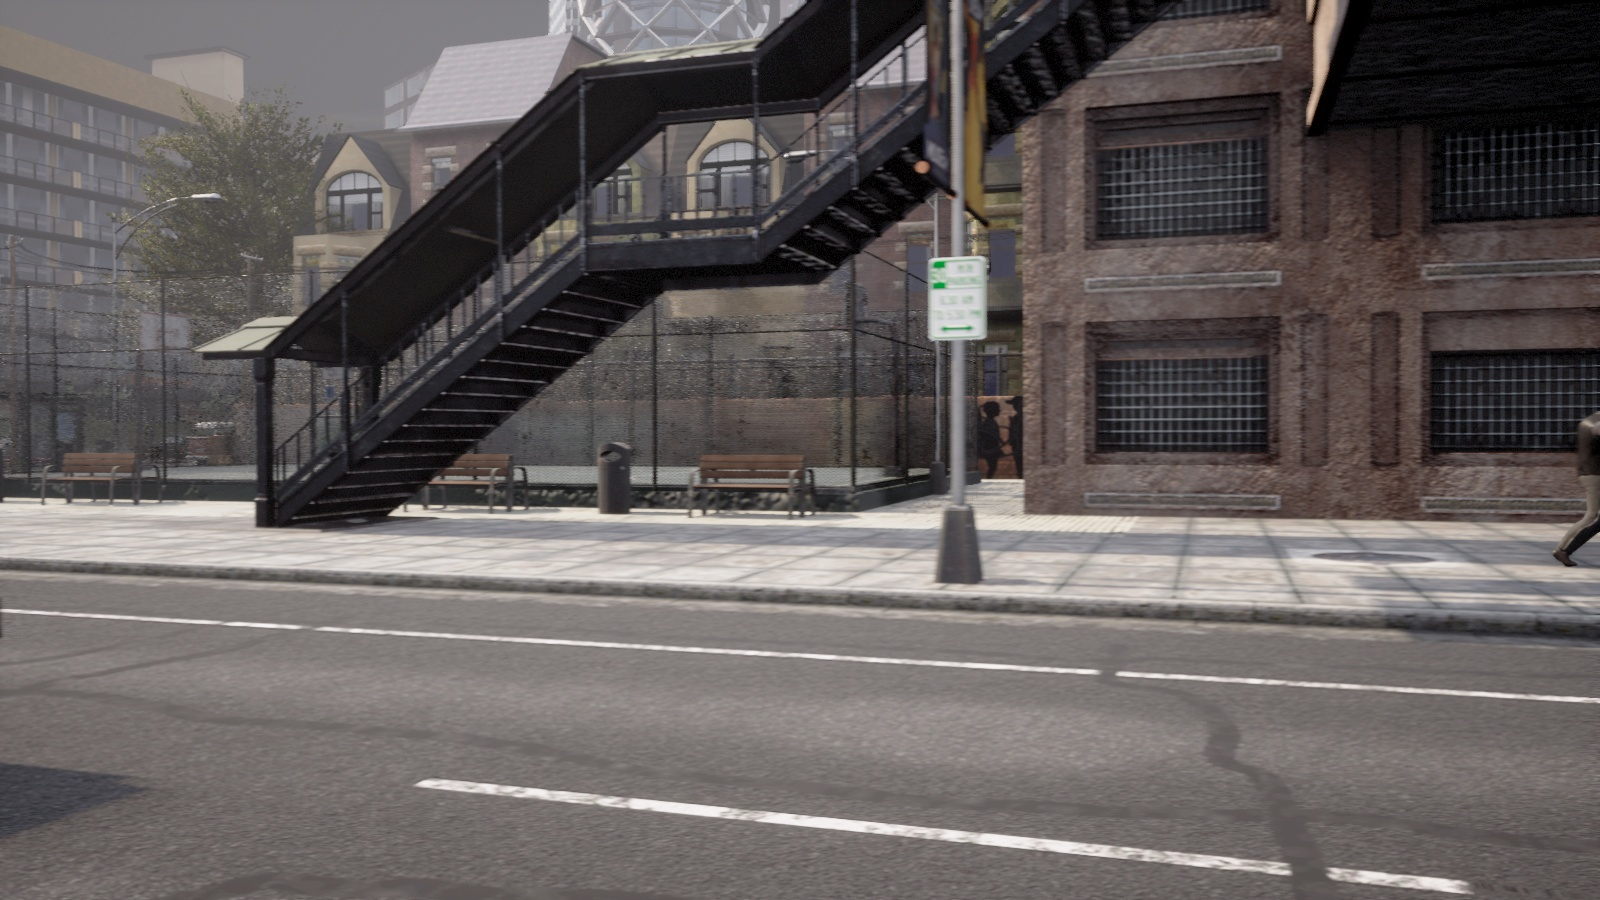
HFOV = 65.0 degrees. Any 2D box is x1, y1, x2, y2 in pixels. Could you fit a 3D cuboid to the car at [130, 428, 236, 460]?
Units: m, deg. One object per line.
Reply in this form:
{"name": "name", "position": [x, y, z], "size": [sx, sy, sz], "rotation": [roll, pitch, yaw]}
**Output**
{"name": "car", "position": [-31.361, -0.339, 64.027], "size": [1.882, 1.535, 5.008], "rotation": [1, 1, 18]}

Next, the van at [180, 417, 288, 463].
{"name": "van", "position": [-26.076, -0.477, 58.004], "size": [2.069, 2.038, 4.480], "rotation": [1, 1, 18]}

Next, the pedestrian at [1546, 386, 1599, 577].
{"name": "pedestrian", "position": [8.062, 0.311, 12.641], "size": [0.849, 1.883, 0.563], "rotation": [1, 1, 21]}

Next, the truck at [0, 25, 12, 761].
{"name": "truck", "position": [-7.971, -0.279, 5.849], "size": [7.936, 3.462, 2.891], "rotation": [1, 1, 19]}
